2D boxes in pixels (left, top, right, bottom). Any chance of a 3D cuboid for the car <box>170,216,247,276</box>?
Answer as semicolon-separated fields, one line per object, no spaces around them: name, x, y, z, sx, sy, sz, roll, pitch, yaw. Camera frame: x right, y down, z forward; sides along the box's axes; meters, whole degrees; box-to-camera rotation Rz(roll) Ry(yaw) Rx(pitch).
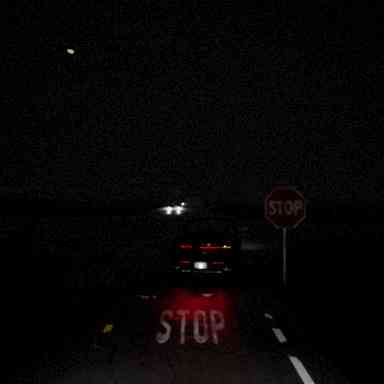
car;0.645;1.496;10.385;1.837;1.490;4.892;0;0;10

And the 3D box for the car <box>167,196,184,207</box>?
car;-2.669;1.591;50.544;1.895;1.301;4.718;0;0;1
